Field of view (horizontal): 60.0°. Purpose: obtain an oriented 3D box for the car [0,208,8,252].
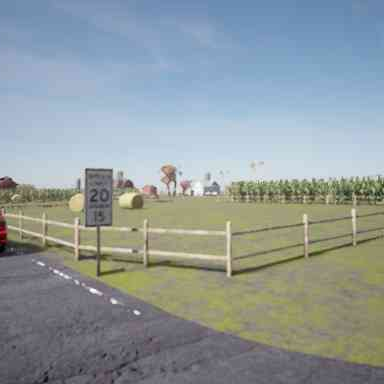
[{"bbox_3d":[-9.351,1.377,13.861,2.150,2.045,5.566,0,-1,-41],"label":"car"}]
